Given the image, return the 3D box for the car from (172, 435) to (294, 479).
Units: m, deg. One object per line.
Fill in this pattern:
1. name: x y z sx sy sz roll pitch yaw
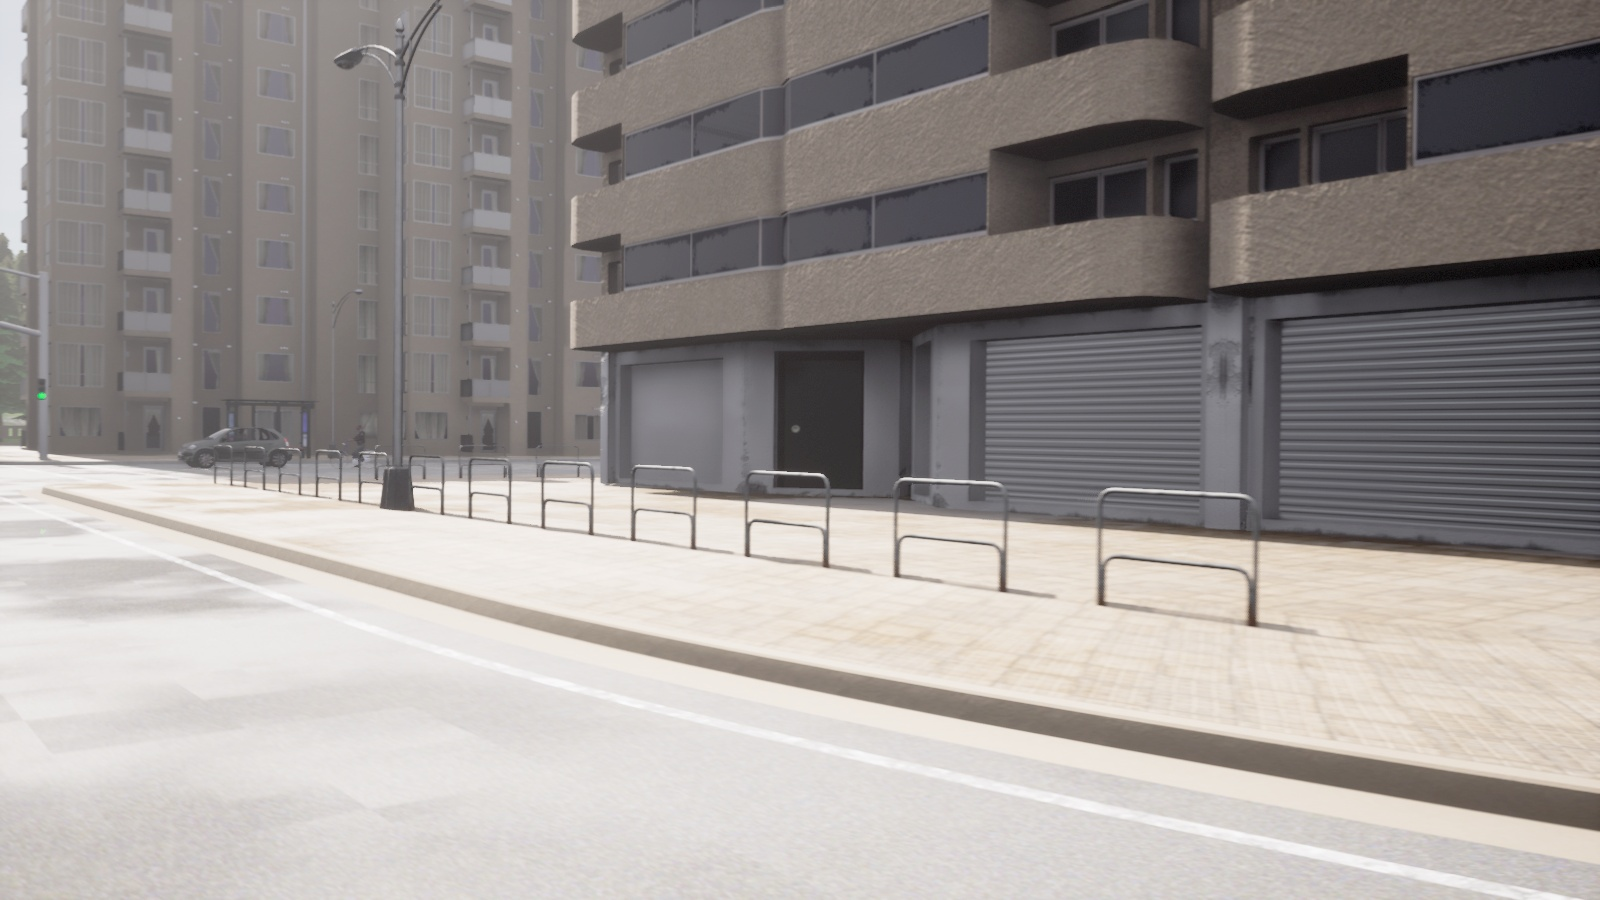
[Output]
1. car: -22.111 0.246 49.043 3.988 1.617 1.851 -1 1 -40

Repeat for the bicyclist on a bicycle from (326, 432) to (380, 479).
1. bicyclist on a bicycle: -17.278 0.184 48.532 1.843 1.776 0.659 -1 1 -40
